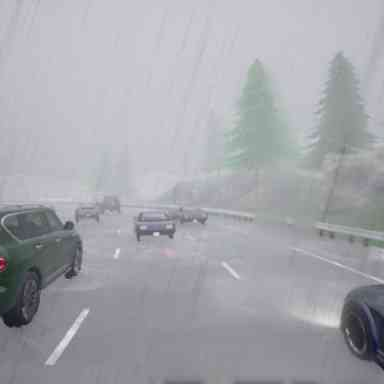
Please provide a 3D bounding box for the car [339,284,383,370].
[{"bbox_3d":[3.240,1.562,3.313,1.994,1.385,4.181,0,0,-2],"label":"car"}]

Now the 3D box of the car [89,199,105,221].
[{"bbox_3d":[-8.914,1.650,28.077,2.128,1.511,4.902,0,0,-20],"label":"car"}]

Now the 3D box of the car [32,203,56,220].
[{"bbox_3d":[-13.944,1.797,31.361,1.895,1.301,4.718,0,0,-24],"label":"car"}]

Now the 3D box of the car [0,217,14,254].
[{"bbox_3d":[-8.022,1.687,11.403,1.895,1.301,4.718,0,0,-9],"label":"car"}]

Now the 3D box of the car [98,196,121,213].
[{"bbox_3d":[-10.055,1.430,39.284,2.150,2.045,5.566,0,0,-28],"label":"car"}]

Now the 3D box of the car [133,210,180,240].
[{"bbox_3d":[-2.137,1.683,17.676,1.895,1.301,4.718,0,0,-12],"label":"car"}]

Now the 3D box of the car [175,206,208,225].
[{"bbox_3d":[-0.430,1.704,24.881,1.895,1.301,4.718,0,0,-17],"label":"car"}]

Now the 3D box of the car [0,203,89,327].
[{"bbox_3d":[-3.985,1.271,7.155,2.150,2.045,5.566,0,0,-6],"label":"car"}]
